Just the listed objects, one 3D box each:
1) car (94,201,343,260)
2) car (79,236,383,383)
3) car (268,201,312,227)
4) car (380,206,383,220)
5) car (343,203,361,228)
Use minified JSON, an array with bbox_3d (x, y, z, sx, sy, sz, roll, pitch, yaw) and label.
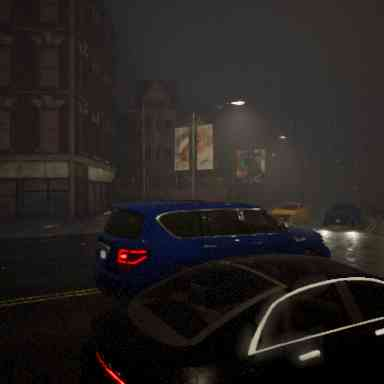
[{"bbox_3d":[0.650,1.220,7.464,5.566,2.045,2.150,0,0,-32],"label":"car"},{"bbox_3d":[1.288,1.503,3.817,4.892,1.490,1.837,0,0,-30],"label":"car"},{"bbox_3d":[7.266,1.512,24.377,1.882,1.535,5.008,0,0,31],"label":"car"},{"bbox_3d":[15.300,1.496,24.800,1.837,1.490,4.892,1,0,27],"label":"car"},{"bbox_3d":[10.264,1.512,22.571,1.882,1.535,5.008,0,0,31],"label":"car"}]
